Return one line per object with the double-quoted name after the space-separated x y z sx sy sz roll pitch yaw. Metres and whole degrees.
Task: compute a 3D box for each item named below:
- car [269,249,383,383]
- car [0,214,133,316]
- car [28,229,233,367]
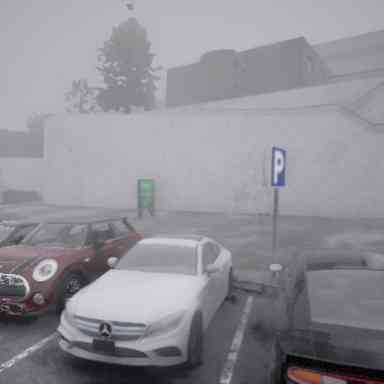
2.047 1.490 4.329 2.097 1.535 5.008 0 -1 15 "car"
-2.829 1.394 7.845 2.185 1.767 4.553 0 -1 15 "car"
-0.393 1.547 6.076 2.002 1.452 4.674 0 -1 15 "car"
